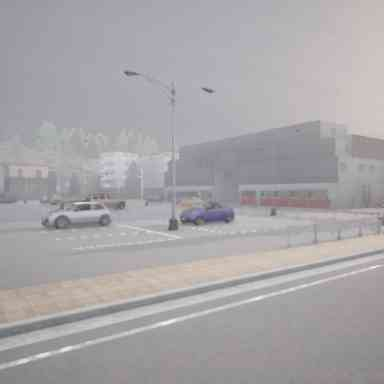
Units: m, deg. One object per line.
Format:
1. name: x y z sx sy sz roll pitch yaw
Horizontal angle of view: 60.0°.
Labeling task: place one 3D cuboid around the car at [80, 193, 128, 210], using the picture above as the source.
1. car: -9.554 1.083 37.022 4.605 1.855 1.932 0 0 -35

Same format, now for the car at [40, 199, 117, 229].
1. car: -6.813 1.378 19.903 3.806 1.475 1.970 0 0 -35

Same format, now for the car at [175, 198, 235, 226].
1. car: 0.977 1.360 21.710 3.633 1.501 1.845 0 0 -35

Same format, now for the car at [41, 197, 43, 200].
1. car: -22.824 1.218 54.732 3.806 1.475 1.970 0 0 -35

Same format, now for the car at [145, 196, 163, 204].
1. car: -7.290 1.458 63.908 1.837 1.490 4.892 0 0 -35

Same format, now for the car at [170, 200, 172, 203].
1. car: -1.569 1.500 55.802 2.033 1.411 5.357 0 0 -34

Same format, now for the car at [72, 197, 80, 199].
1. car: -11.556 1.063 39.168 3.866 1.878 1.905 0 0 -35

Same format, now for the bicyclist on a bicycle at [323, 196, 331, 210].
1. bicyclist on a bicycle: 15.478 1.252 38.091 1.656 1.620 0.582 0 0 -35

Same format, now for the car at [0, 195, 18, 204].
1. car: -30.700 1.290 53.697 4.514 1.523 2.007 0 0 -35

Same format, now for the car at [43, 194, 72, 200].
1. car: -18.883 1.139 49.656 5.027 1.636 2.152 0 0 -35
